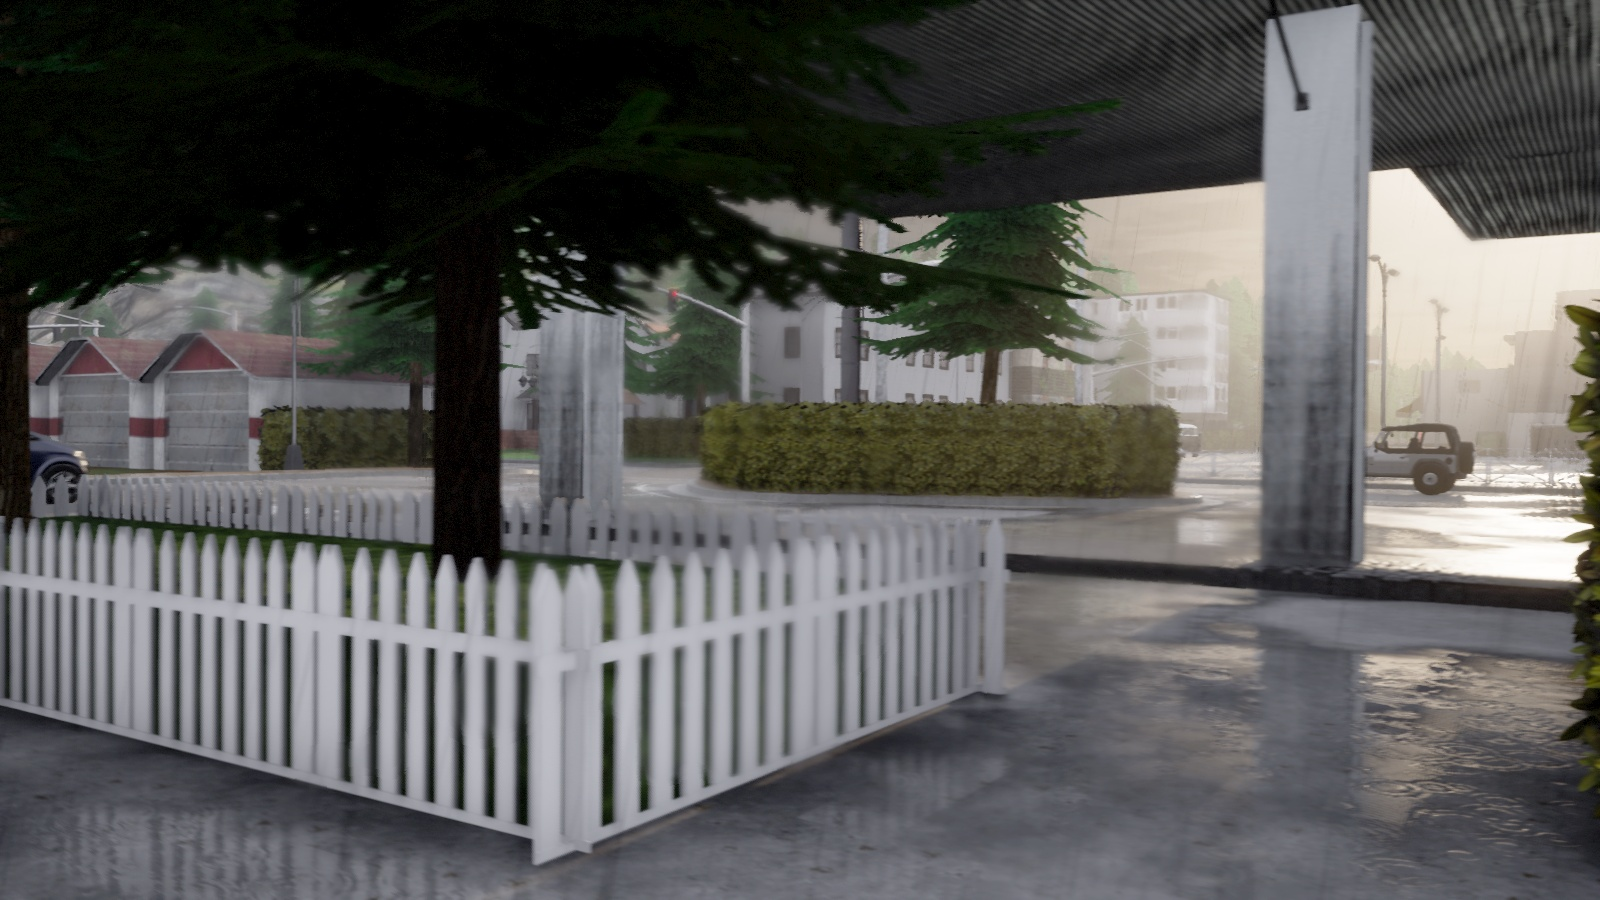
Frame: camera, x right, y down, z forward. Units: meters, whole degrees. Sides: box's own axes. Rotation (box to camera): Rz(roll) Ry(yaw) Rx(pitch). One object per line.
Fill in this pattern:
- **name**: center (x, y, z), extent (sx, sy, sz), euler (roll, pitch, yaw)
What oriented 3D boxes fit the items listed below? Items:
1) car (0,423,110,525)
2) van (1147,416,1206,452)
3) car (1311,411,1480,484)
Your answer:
- **car**: center (-13.076, 0.371, 19.501), extent (1.789, 1.549, 3.705), euler (0, 1, 35)
- **van**: center (21.982, -0.935, 73.209), extent (2.069, 2.038, 4.480), euler (0, 1, 33)
- **car**: center (15.986, -0.078, 33.755), extent (3.866, 1.878, 1.905), euler (0, 1, 34)
